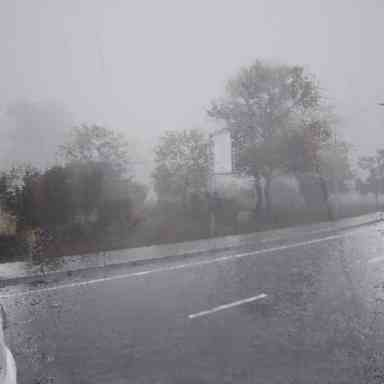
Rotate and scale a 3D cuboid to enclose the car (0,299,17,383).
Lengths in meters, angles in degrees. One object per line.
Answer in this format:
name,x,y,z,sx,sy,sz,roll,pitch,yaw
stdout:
car,-3.831,1.260,1.313,5.566,2.045,2.150,0,0,-34
